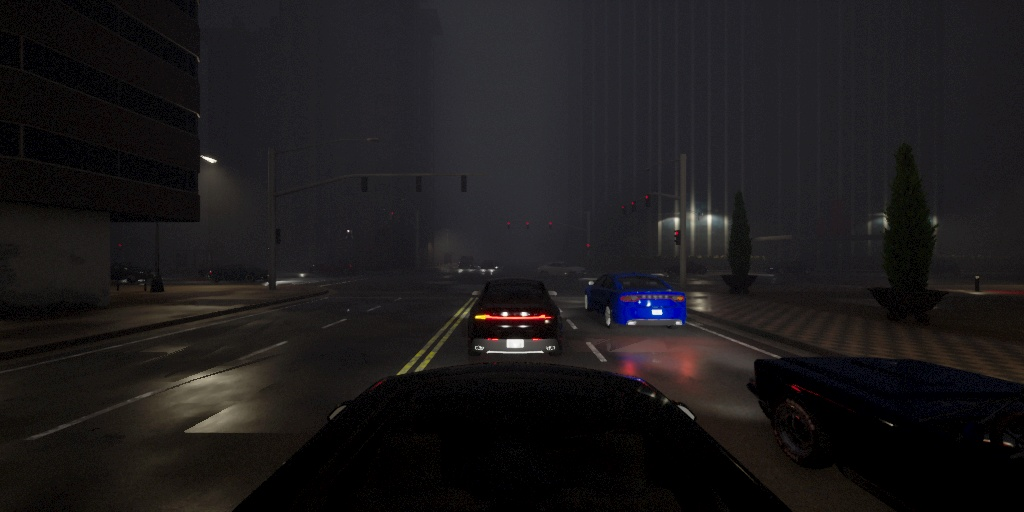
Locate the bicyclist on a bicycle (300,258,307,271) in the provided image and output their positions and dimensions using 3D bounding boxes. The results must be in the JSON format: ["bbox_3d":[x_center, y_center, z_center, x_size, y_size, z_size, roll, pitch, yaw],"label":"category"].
[{"bbox_3d":[-26.424,1.051,45.450,0.582,1.620,1.656,0,0,-1],"label":"bicyclist on a bicycle"}]

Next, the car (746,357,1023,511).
[{"bbox_3d":[3.601,1.351,1.920,1.895,1.301,4.718,0,0,0],"label":"car"}]

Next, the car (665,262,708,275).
[{"bbox_3d":[18.702,1.314,38.627,4.181,1.385,1.994,0,0,-1],"label":"car"}]

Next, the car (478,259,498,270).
[{"bbox_3d":[-3.601,1.314,53.770,1.994,1.385,4.181,0,0,0],"label":"car"}]

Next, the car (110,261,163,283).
[{"bbox_3d":[-29.699,1.241,27.441,4.902,1.511,2.128,0,0,0],"label":"car"}]

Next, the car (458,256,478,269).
[{"bbox_3d":[-7.098,0.971,56.391,2.150,2.045,5.566,0,0,0],"label":"car"}]

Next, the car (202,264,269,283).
[{"bbox_3d":[-20.685,1.314,27.526,4.181,1.385,1.994,0,0,-1],"label":"car"}]

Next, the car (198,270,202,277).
[{"bbox_3d":[-24.039,1.351,30.993,4.718,1.301,1.895,0,0,-1],"label":"car"}]

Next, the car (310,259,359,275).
[{"bbox_3d":[-18.935,1.102,38.209,4.553,1.767,2.097,0,0,-2],"label":"car"}]

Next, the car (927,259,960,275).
[{"bbox_3d":[45.338,1.101,38.858,4.553,1.767,2.097,0,0,0],"label":"car"}]

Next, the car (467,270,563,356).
[{"bbox_3d":[0.061,1.255,8.576,1.837,1.490,4.892,0,0,0],"label":"car"}]

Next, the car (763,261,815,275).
[{"bbox_3d":[29.822,1.255,38.739,4.892,1.490,1.837,0,0,-1],"label":"car"}]

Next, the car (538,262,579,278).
[{"bbox_3d":[4.587,1.276,33.401,4.674,1.442,1.812,0,1,34],"label":"car"}]

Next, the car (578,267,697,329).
[{"bbox_3d":[3.574,1.228,11.265,1.882,1.535,5.008,0,0,0],"label":"car"}]
